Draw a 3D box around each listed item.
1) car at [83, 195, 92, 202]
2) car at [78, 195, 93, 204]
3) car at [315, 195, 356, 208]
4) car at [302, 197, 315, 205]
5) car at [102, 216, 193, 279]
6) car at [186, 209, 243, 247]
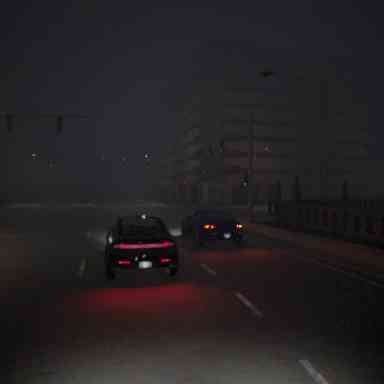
[{"bbox_3d":[-23.095,1.315,73.543,1.812,1.442,4.674,0,0,-16],"label":"car"},{"bbox_3d":[-18.853,1.398,58.415,1.994,1.385,4.181,0,0,-15],"label":"car"},{"bbox_3d":[17.531,1.224,39.515,4.553,1.767,2.097,0,0,-16],"label":"car"},{"bbox_3d":[15.174,1.371,42.478,4.892,1.490,1.837,0,0,-16],"label":"car"},{"bbox_3d":[-1.632,1.459,10.025,2.128,1.511,4.902,0,0,-13],"label":"car"},{"bbox_3d":[0.784,1.470,14.839,1.812,1.442,4.674,0,0,-14],"label":"car"}]
